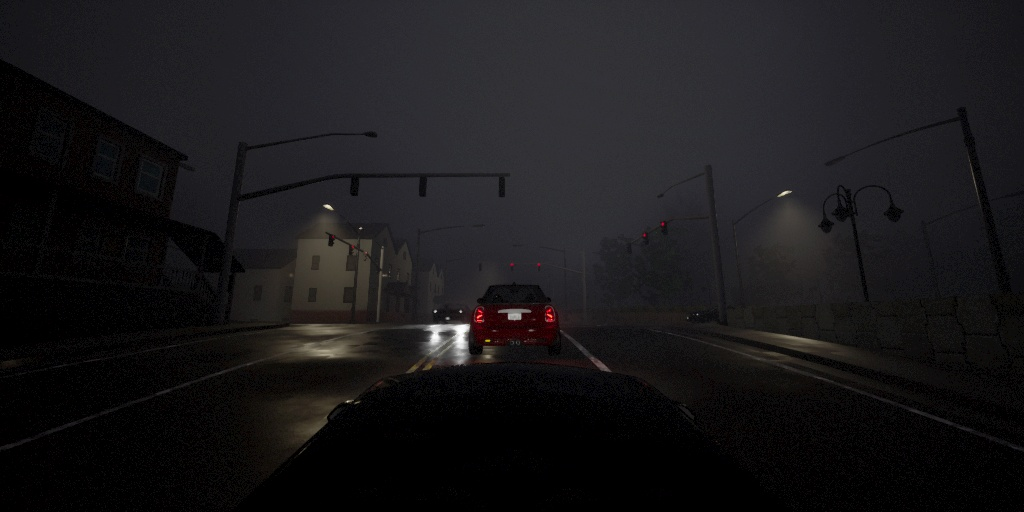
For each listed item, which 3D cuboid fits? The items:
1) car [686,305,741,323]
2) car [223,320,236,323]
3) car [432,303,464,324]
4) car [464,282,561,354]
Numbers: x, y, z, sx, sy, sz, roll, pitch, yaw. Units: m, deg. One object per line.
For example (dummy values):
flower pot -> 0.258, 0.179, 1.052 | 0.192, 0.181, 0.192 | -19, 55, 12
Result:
car -> 16.306, 4.622, 28.276 | 4.902, 1.511, 2.128 | 0, -10, 1
car -> -19.895, 5.152, 24.880 | 5.008, 1.535, 1.882 | -9, -10, 0
car -> -3.605, 3.589, 22.342 | 1.895, 1.301, 4.718 | 0, -10, 0
car -> 0.060, 1.564, 10.045 | 2.097, 1.767, 4.553 | -1, -6, 0
